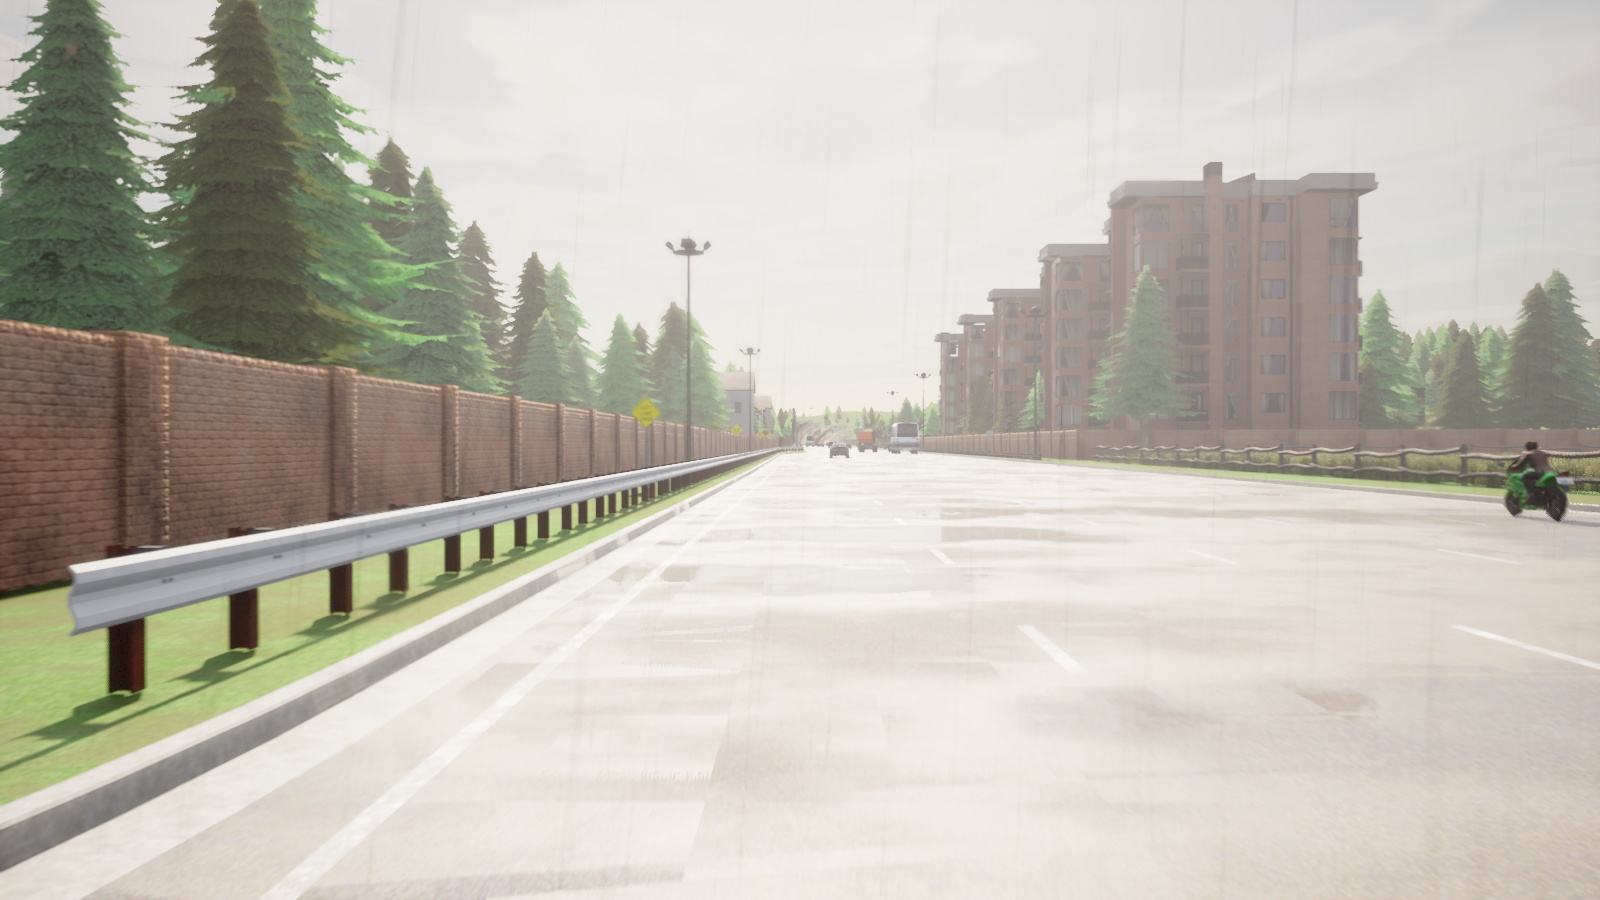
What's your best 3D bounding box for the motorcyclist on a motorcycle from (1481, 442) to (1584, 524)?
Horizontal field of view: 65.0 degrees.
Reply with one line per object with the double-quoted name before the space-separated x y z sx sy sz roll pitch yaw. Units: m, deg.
"motorcyclist on a motorcycle" 14.154 0.603 24.333 0.797 1.523 2.044 0 1 0
